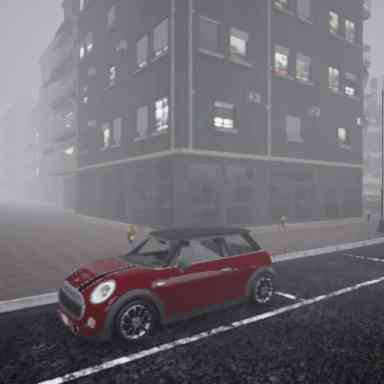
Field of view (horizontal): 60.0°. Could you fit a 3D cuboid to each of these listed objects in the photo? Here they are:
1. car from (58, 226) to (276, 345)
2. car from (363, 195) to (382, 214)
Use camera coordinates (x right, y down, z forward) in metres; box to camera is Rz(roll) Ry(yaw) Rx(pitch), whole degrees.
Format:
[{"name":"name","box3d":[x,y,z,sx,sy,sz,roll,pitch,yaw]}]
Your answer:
[{"name":"car","box3d":[-0.338,1.439,6.318,4.097,1.590,1.967,0,0,-35]},{"name":"car","box3d":[18.055,1.252,33.663,2.192,1.841,5.009,0,0,-36]}]
